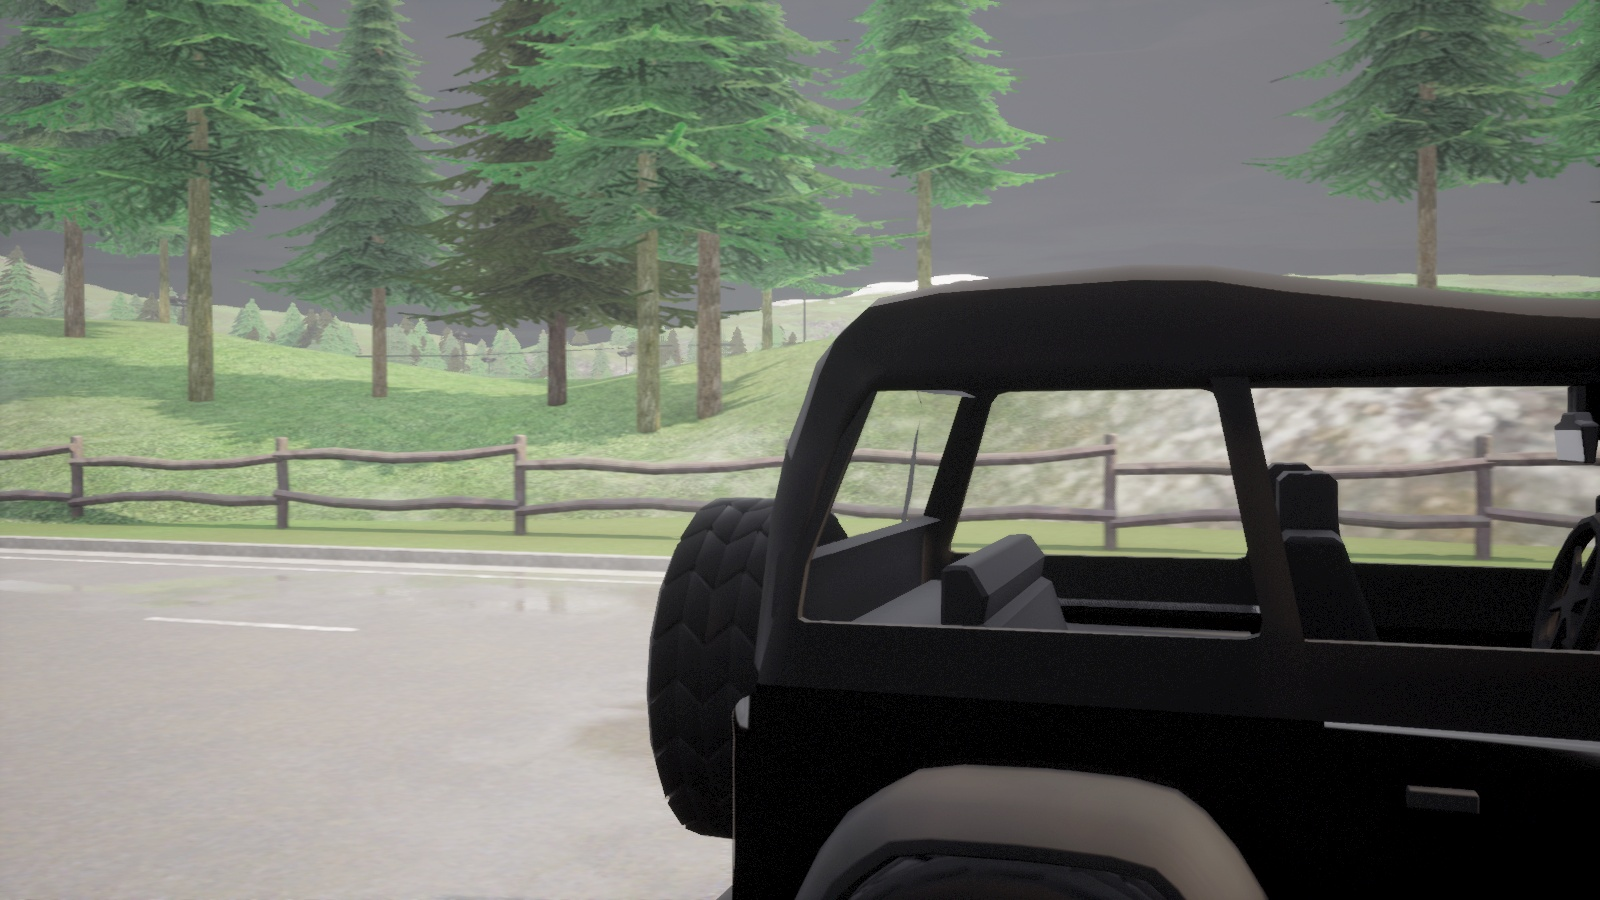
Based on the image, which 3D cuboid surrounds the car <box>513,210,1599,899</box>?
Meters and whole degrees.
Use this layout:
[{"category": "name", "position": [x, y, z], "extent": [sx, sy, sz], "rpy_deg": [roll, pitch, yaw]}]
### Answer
[{"category": "car", "position": [1.595, 0.586, 2.653], "extent": [3.866, 1.878, 1.905], "rpy_deg": [1, 1, 19]}]
